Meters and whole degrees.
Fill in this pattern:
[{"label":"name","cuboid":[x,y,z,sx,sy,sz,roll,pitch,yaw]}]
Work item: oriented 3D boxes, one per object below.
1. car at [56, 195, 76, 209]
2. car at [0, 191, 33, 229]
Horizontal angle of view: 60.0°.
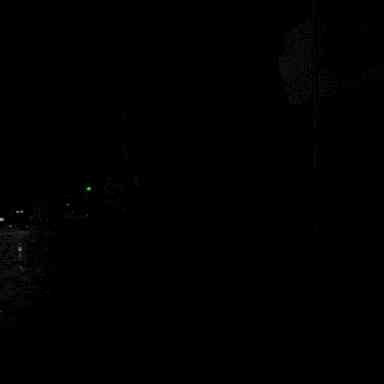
[{"label":"car","cuboid":[-14.787,1.120,39.158,1.837,1.490,4.892,-1,1,-23]},{"label":"car","cuboid":[-11.139,1.067,20.136,2.150,2.045,5.566,-1,1,-23]}]
